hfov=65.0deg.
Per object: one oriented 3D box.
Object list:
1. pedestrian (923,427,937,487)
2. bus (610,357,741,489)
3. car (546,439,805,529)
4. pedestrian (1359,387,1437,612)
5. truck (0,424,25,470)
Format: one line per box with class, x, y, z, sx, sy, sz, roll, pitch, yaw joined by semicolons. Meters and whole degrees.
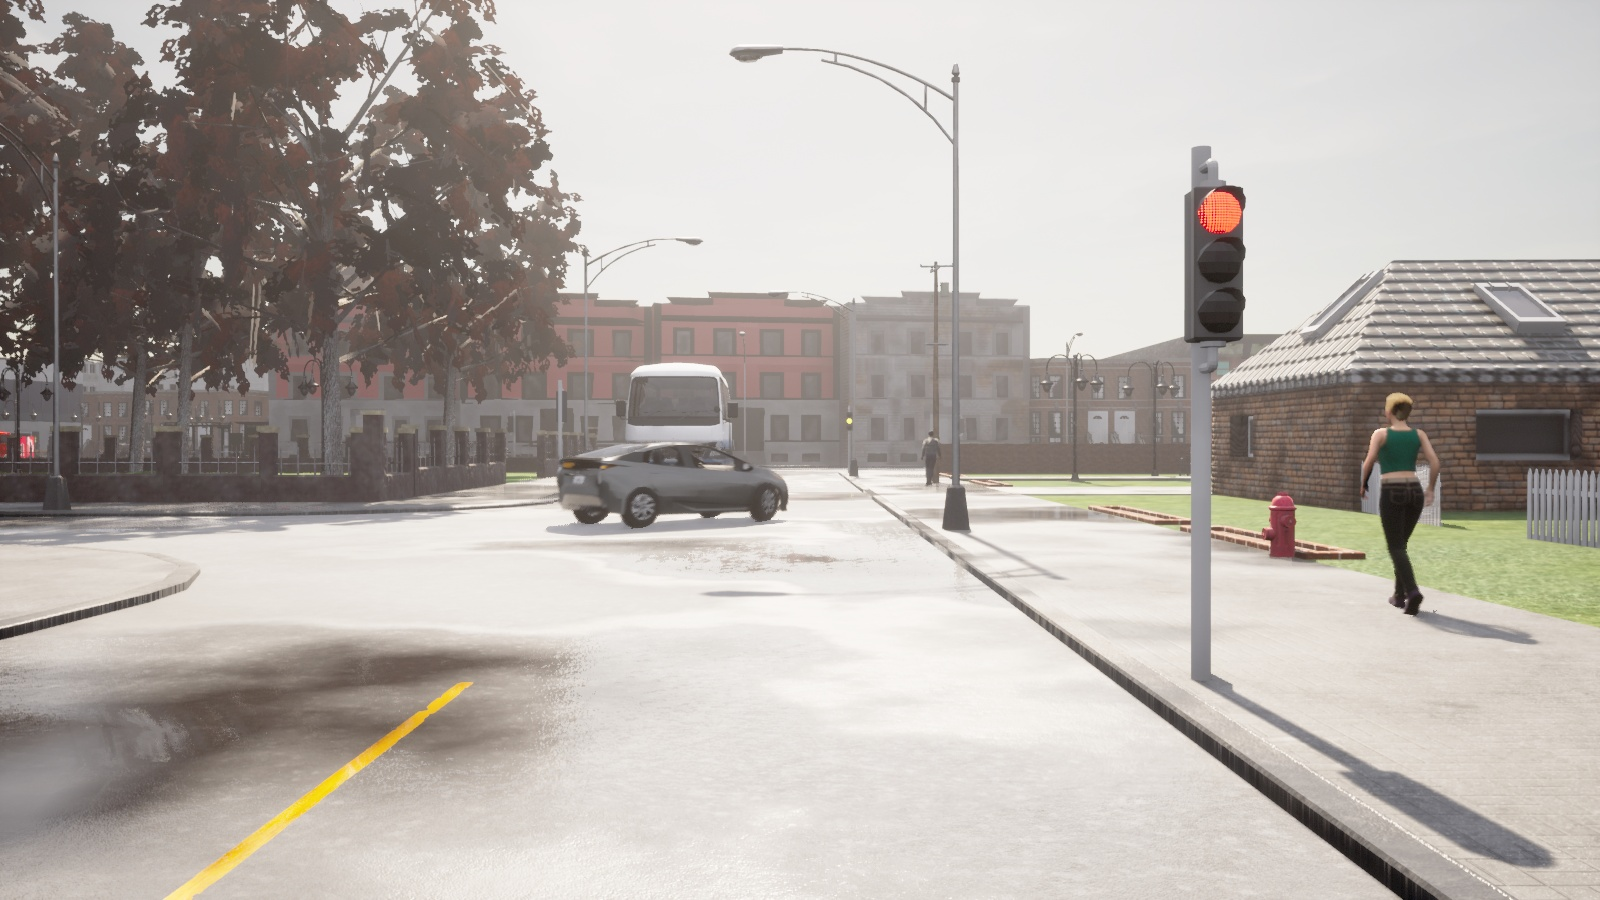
pedestrian;4.262;0.227;41.180;0.423;1.949;0.788;0;0;9
bus;-4.227;-0.889;45.382;3.944;4.253;10.273;0;0;-1
car;-2.244;0.559;23.430;4.514;1.525;2.007;0;1;-43
pedestrian;5.000;0.401;10.519;0.345;1.836;0.594;0;0;-2
truck;-45.834;-0.165;68.737;5.204;2.467;2.627;0;0;0
